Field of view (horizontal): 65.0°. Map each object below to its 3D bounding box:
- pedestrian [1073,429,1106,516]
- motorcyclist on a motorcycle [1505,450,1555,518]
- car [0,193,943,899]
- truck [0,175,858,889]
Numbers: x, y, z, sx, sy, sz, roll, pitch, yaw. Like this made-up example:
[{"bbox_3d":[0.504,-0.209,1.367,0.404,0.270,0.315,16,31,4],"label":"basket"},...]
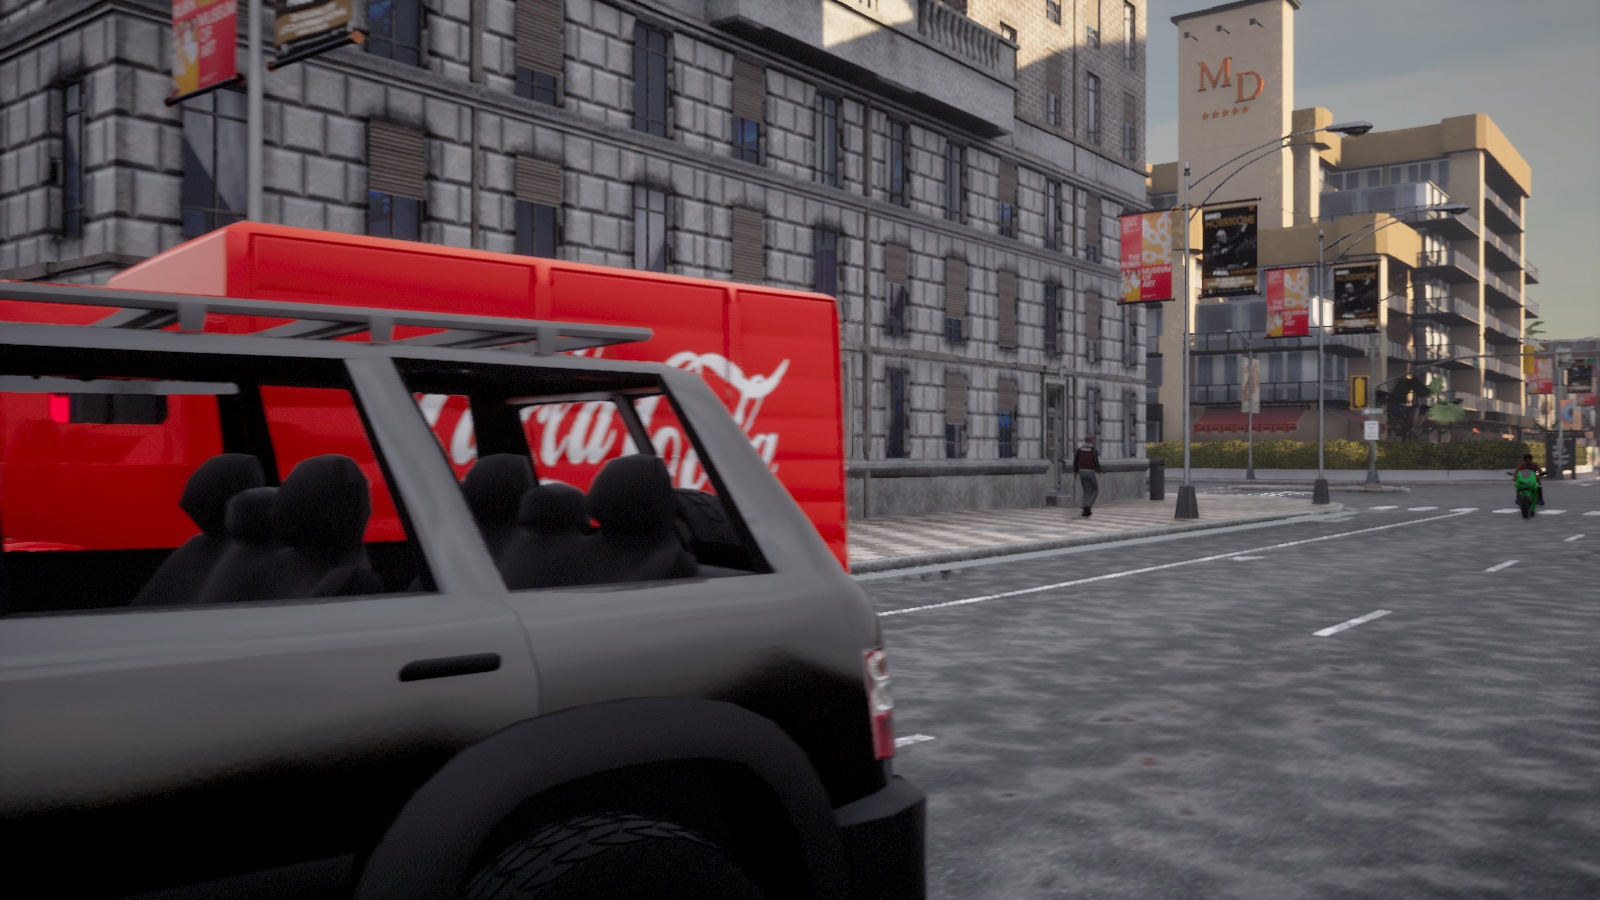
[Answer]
[{"bbox_3d":[6.264,0.472,27.183,0.376,1.854,0.720,0,0,44],"label":"pedestrian"},{"bbox_3d":[17.048,0.776,29.314,0.797,1.523,2.044,-1,-1,36],"label":"motorcyclist on a motorcycle"},{"bbox_3d":[-2.094,0.574,2.186,4.605,1.855,1.932,0,0,-37],"label":"car"},{"bbox_3d":[-2.511,0.285,6.278,5.204,2.467,2.627,0,0,-40],"label":"truck"}]
